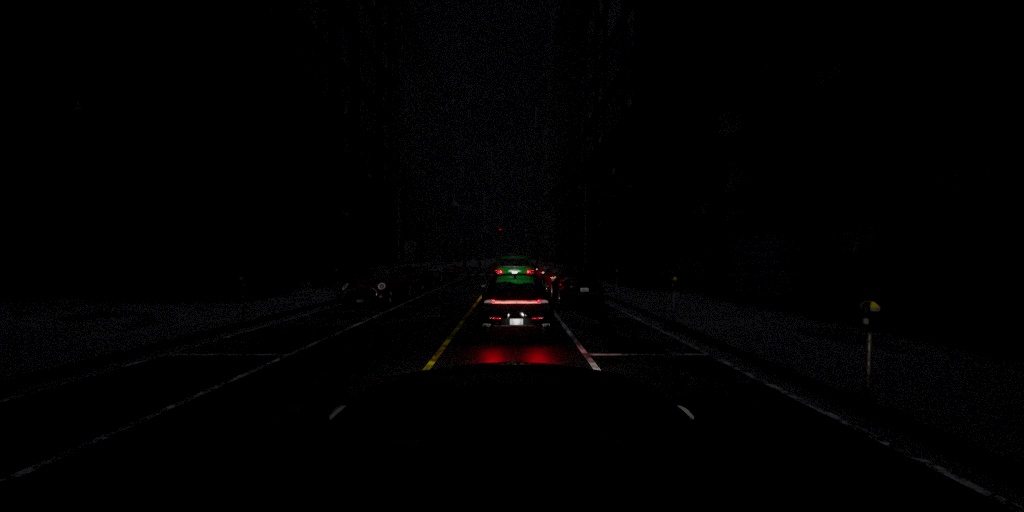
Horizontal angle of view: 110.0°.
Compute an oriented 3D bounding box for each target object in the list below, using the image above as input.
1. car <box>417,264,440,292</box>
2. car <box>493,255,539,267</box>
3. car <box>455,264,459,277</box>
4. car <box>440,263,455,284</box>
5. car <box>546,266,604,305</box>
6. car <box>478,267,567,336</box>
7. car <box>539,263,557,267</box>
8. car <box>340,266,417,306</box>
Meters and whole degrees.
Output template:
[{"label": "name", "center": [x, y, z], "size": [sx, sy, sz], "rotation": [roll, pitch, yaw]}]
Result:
[{"label": "car", "center": [-5.778, 1.313, 21.116], "size": [1.948, 1.339, 4.313], "rotation": [0, 0, 0]}, {"label": "car", "center": [0.089, 0.969, 20.266], "size": [2.150, 2.045, 5.566], "rotation": [0, 0, -1]}, {"label": "car", "center": [-5.784, 1.292, 32.126], "size": [1.888, 1.381, 4.507], "rotation": [0, 0, 0]}, {"label": "car", "center": [-5.781, 1.298, 26.621], "size": [2.007, 1.370, 4.403], "rotation": [0, 0, 0]}, {"label": "car", "center": [2.752, 1.313, 15.616], "size": [1.948, 1.339, 4.313], "rotation": [0, 0, 0]}, {"label": "car", "center": [0.094, 1.239, 10.347], "size": [2.128, 1.511, 4.902], "rotation": [0, 0, 0]}, {"label": "car", "center": [2.748, 1.292, 21.121], "size": [1.888, 1.381, 4.507], "rotation": [0, 0, 0]}, {"label": "car", "center": [-5.774, 1.187, 15.610], "size": [1.967, 1.591, 4.097], "rotation": [0, 0, 0]}]
